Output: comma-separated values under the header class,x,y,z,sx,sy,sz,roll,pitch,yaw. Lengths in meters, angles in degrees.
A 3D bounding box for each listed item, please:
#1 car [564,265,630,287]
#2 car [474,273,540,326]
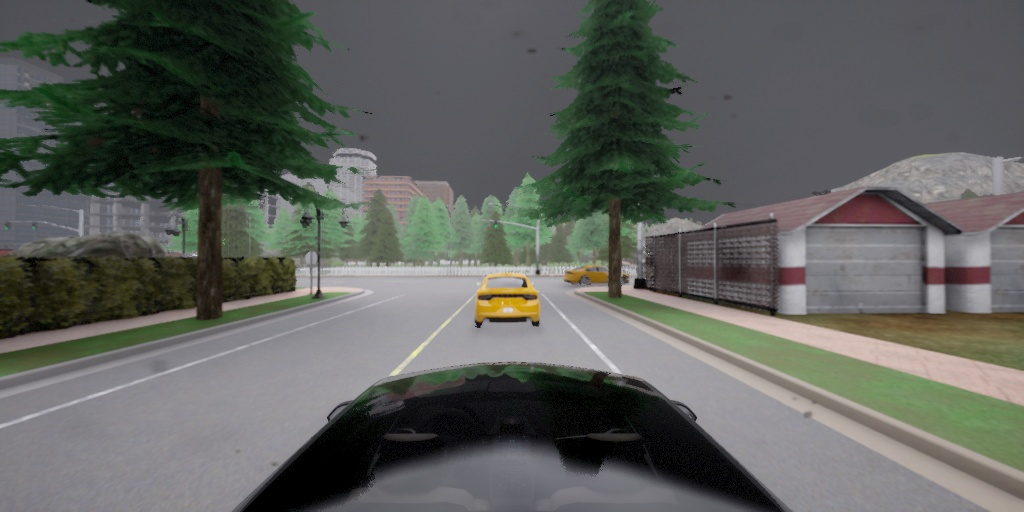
class,x,y,z,sx,sy,sz,roll,pitch,yaw
car,6.449,1.460,27.179,5.008,1.535,1.882,0,-1,-12
car,-0.205,1.307,12.038,1.882,1.535,5.008,0,0,-2
